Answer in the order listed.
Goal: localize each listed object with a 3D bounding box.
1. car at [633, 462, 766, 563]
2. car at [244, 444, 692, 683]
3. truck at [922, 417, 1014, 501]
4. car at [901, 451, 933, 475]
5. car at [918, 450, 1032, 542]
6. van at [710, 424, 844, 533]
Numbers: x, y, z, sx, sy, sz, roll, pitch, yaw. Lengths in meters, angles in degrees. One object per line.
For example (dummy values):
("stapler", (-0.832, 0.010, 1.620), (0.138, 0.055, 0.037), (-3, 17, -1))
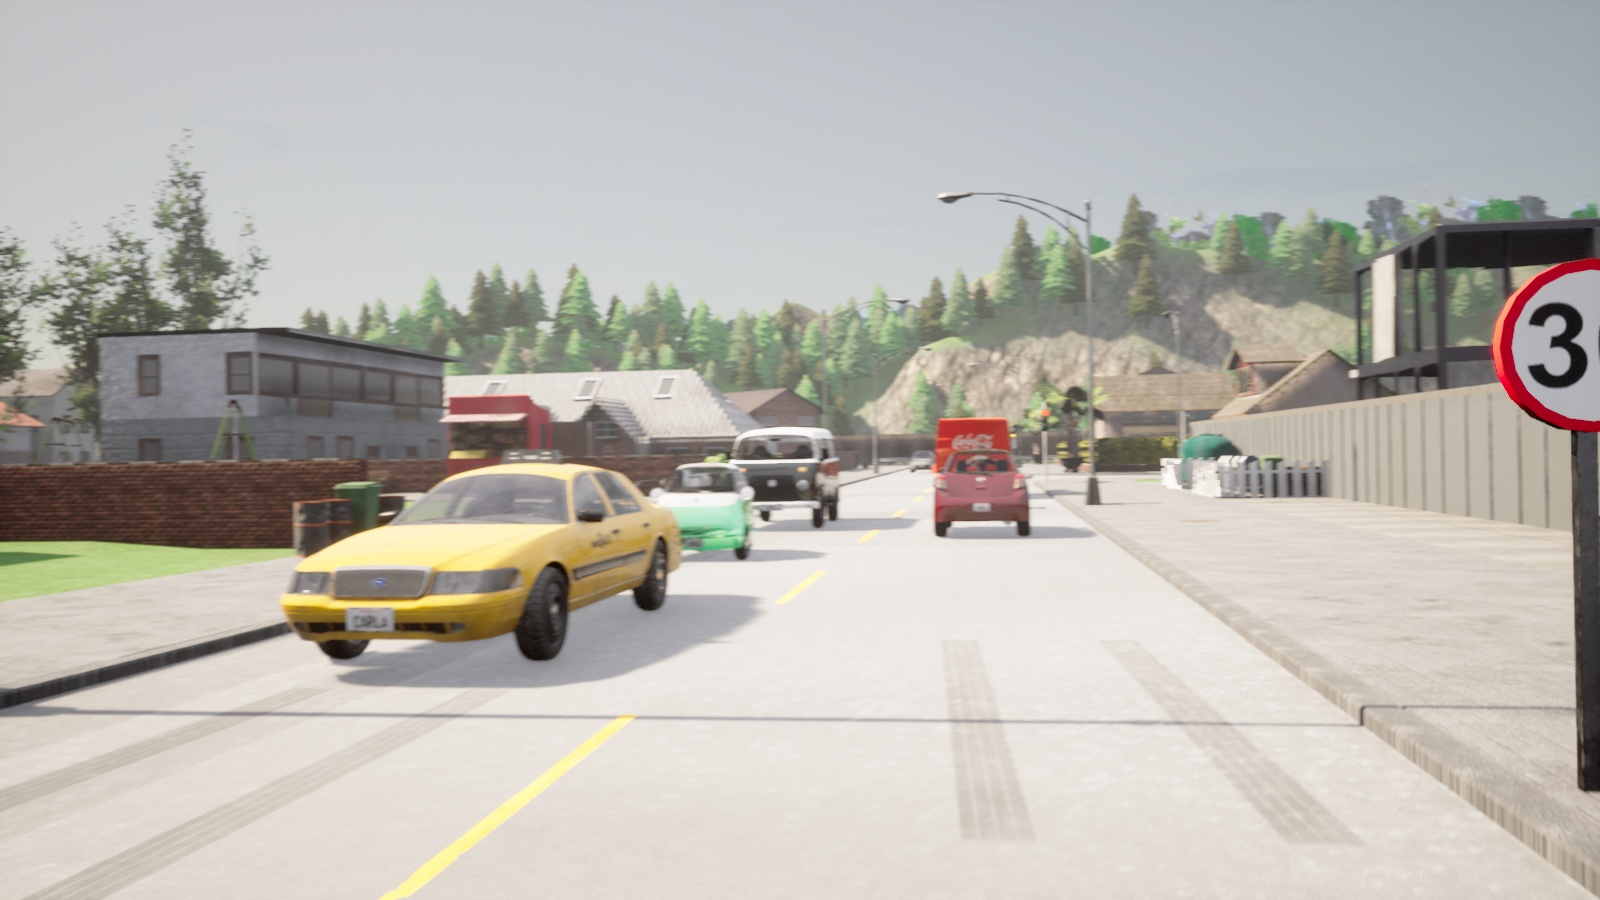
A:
("car", (-1.426, 0.879, 18.493), (1.481, 1.376, 2.207), (-1, 0, 8))
("car", (-2.476, 0.764, 11.064), (1.801, 1.575, 5.366), (-1, 0, 9))
("truck", (5.394, 0.270, 39.728), (2.627, 2.467, 5.204), (-1, 0, 10))
("car", (7.727, 0.824, 82.935), (1.845, 1.501, 3.633), (-1, 0, 9))
("car", (3.182, 0.771, 22.687), (1.845, 1.501, 3.633), (-1, 0, 9))
("van", (-0.367, 0.546, 26.042), (2.069, 2.038, 4.480), (-1, 0, 8))
